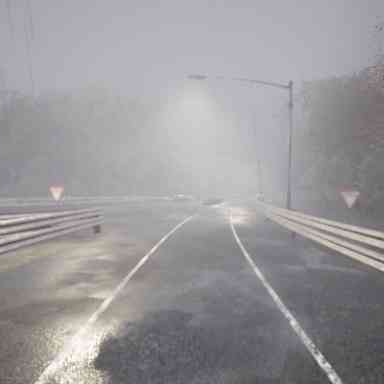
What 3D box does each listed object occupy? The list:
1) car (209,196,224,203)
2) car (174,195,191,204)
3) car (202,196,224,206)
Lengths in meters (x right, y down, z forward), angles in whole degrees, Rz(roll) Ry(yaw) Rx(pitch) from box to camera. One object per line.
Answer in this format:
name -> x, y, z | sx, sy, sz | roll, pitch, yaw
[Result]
car -> 5.108, 1.536, 68.685 | 1.994, 1.385, 4.181 | 1, 0, 21
car -> -1.692, 1.364, 60.857 | 1.882, 1.535, 5.008 | 1, 0, 21
car -> 3.292, 1.557, 54.376 | 2.033, 1.411, 5.357 | 1, 0, 21
